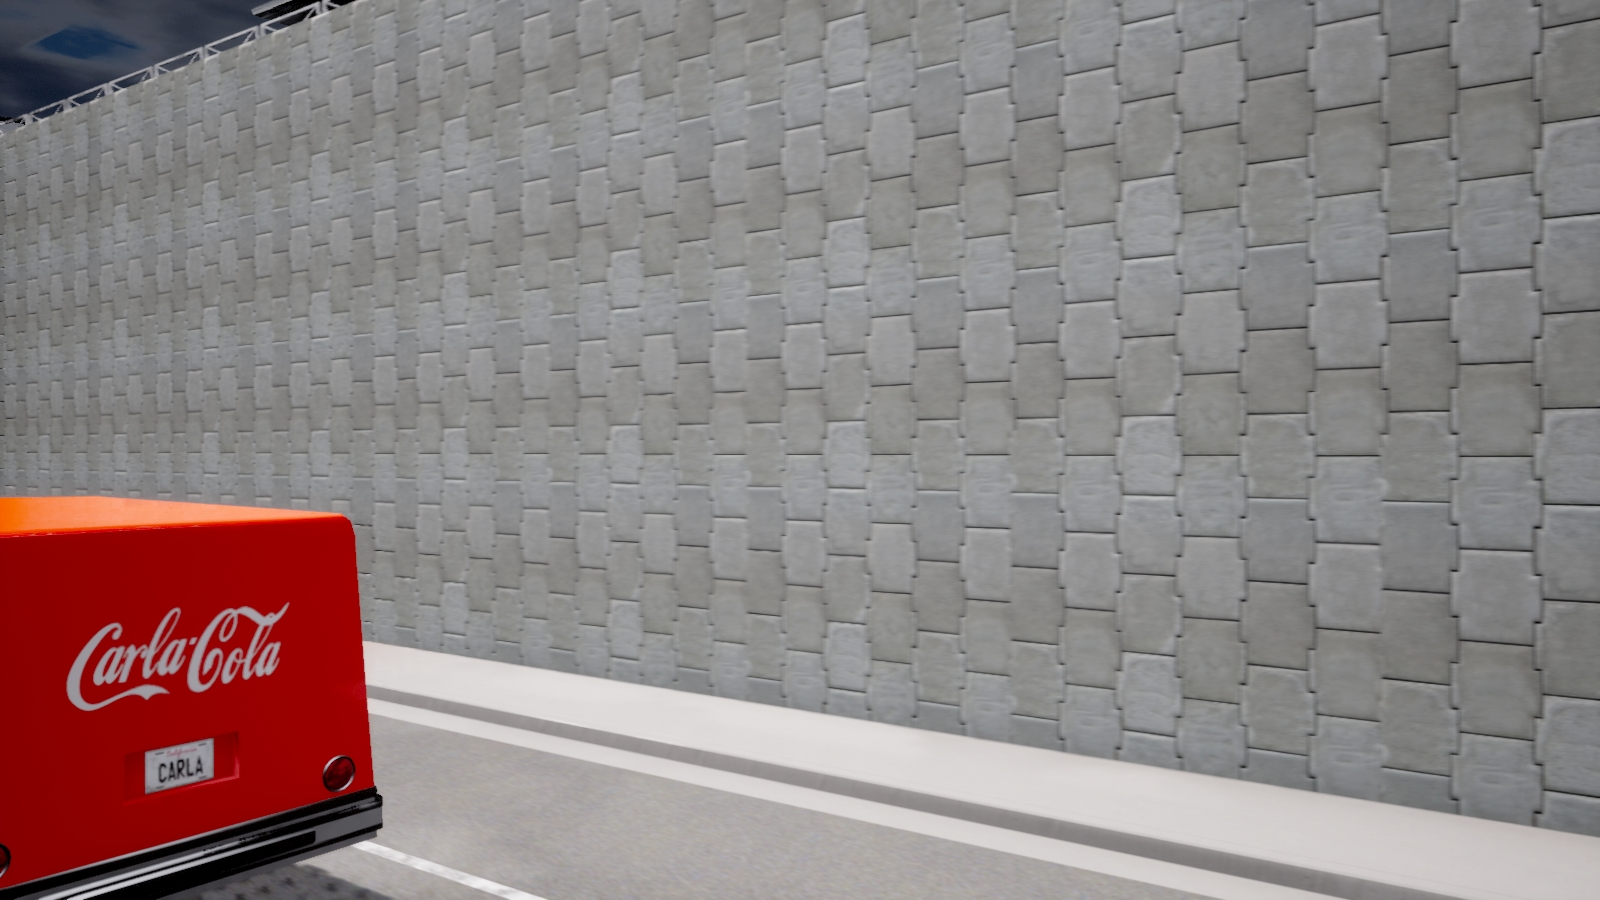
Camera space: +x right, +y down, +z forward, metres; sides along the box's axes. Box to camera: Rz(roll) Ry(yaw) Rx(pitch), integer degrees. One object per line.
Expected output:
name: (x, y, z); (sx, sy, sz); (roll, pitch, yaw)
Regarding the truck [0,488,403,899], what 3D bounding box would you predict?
truck: (-5.352, 1.568, 7.518); (5.204, 2.467, 2.627); (0, 0, 35)
